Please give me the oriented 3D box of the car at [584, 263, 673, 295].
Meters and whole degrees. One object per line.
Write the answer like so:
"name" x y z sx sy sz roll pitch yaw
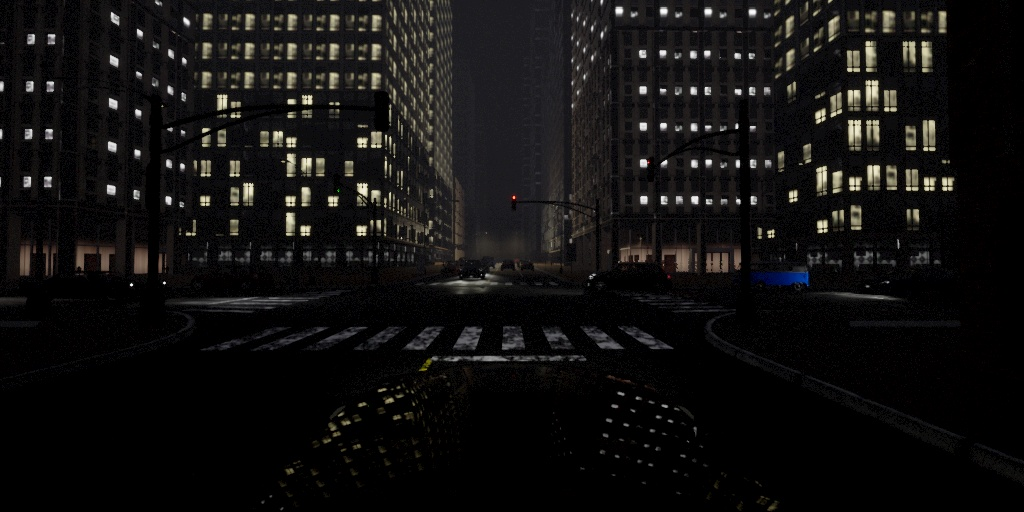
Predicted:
"car" 6.362 1.144 19.964 4.553 1.767 2.097 1 0 10

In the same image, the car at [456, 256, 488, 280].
"car" -3.446 1.113 31.745 2.097 1.767 4.553 0 0 -2

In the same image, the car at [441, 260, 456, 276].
"car" -6.164 1.203 37.065 1.967 1.591 4.097 0 0 -1

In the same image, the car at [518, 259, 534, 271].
"car" 2.065 1.350 48.388 1.802 1.307 4.207 0 0 -1

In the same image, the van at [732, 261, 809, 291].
"van" 15.714 1.210 21.847 3.998 1.789 1.690 0 0 -1

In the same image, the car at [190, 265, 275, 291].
"car" -16.758 1.255 21.484 4.097 1.591 1.967 0 0 -1

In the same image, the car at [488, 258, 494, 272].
"car" -3.647 1.258 42.730 2.128 1.511 4.902 0 0 -1

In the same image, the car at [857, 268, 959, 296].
"car" 21.481 1.355 19.336 4.674 1.442 1.812 0 -1 -1

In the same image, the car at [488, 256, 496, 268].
"car" -3.832 0.990 57.618 2.150 2.045 5.566 0 0 -1

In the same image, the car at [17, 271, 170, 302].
"car" -18.066 1.301 15.692 4.718 1.301 1.895 0 -1 -1

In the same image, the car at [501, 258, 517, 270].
"car" -0.582 1.247 52.551 1.882 1.535 5.008 0 0 -1
